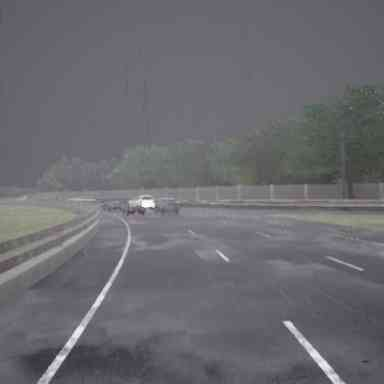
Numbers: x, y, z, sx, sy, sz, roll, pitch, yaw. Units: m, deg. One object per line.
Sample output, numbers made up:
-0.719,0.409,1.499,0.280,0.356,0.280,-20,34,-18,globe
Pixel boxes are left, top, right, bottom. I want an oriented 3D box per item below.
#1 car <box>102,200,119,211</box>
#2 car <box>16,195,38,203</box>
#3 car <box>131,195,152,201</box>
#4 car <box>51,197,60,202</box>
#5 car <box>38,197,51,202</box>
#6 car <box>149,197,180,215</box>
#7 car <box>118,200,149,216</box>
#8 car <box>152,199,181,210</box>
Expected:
-11.013,1.826,45.906,2.033,1.411,5.357,-1,0,-28,car
-41.065,1.817,81.895,5.566,2.045,2.150,-1,0,36,car
-6.984,1.457,45.755,2.150,2.045,5.566,-1,0,-28,car
-36.549,2.061,87.287,4.892,1.490,1.837,-1,0,39,car
-38.926,2.054,84.667,5.008,1.535,1.882,-1,0,36,car
-2.795,1.645,35.829,2.128,1.511,4.902,-1,0,-20,car
-6.199,1.789,34.955,1.895,1.301,4.718,-1,0,-20,car
-3.721,1.750,47.072,2.033,1.411,5.357,-1,0,-28,car
